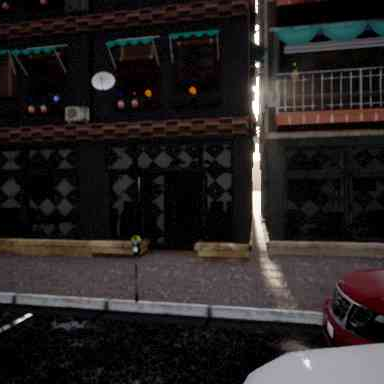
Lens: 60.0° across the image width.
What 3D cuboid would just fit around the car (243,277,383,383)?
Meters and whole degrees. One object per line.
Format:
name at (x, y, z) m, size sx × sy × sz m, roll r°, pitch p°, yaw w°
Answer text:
car at (2.590, 1.529, 1.921) m, size 4.674 × 1.442 × 1.812 m, roll 0°, pitch 0°, yaw 10°

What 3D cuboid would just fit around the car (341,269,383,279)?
car at (4.127, 1.321, 3.538) m, size 5.009 × 1.841 × 2.192 m, roll 0°, pitch 0°, yaw 11°
